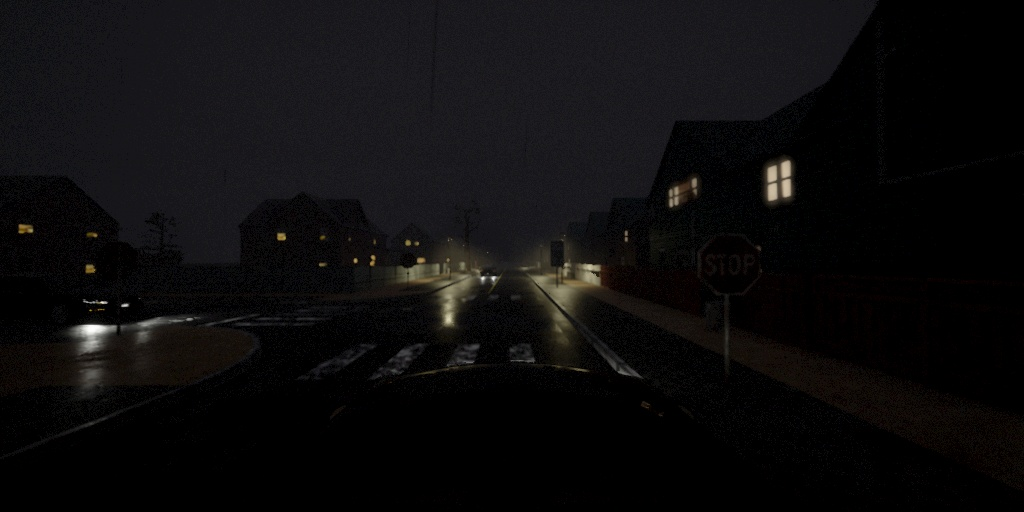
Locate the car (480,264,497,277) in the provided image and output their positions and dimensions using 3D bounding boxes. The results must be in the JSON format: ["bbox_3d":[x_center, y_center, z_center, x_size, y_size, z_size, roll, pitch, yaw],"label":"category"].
[{"bbox_3d":[-2.736,1.621,43.196,2.033,1.411,5.357,0,-1,0],"label":"car"}]

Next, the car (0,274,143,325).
[{"bbox_3d":[-14.756,1.327,11.441,4.892,1.490,1.837,0,-1,0],"label":"car"}]
